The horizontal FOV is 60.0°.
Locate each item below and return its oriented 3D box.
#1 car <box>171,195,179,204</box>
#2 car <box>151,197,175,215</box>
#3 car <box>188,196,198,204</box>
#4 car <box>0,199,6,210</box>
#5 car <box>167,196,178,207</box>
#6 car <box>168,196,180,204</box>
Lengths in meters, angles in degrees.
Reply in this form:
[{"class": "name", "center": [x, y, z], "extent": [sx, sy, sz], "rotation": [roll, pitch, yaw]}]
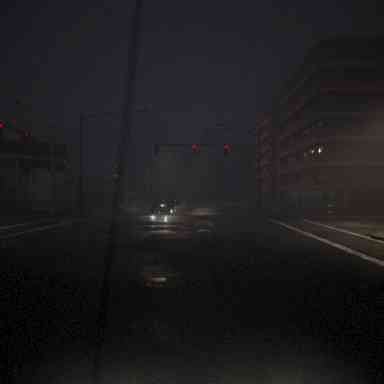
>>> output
[{"class": "car", "center": [-3.331, 1.352, 52.538], "extent": [2.097, 1.767, 4.553], "rotation": [0, 0, 0]}, {"class": "car", "center": [-3.174, 1.547, 34.701], "extent": [2.033, 1.411, 5.357], "rotation": [0, 0, -1]}, {"class": "car", "center": [0.248, 1.526, 64.987], "extent": [1.812, 1.442, 4.674], "rotation": [0, 0, 0]}, {"class": "car", "center": [-24.053, 1.456, 38.905], "extent": [3.806, 1.475, 1.970], "rotation": [0, 0, 1]}, {"class": "car", "center": [-3.256, 1.564, 43.942], "extent": [1.994, 1.385, 4.181], "rotation": [0, 0, 0]}, {"class": "car", "center": [-3.393, 1.564, 62.555], "extent": [1.994, 1.385, 4.181], "rotation": [0, 0, 0]}]
